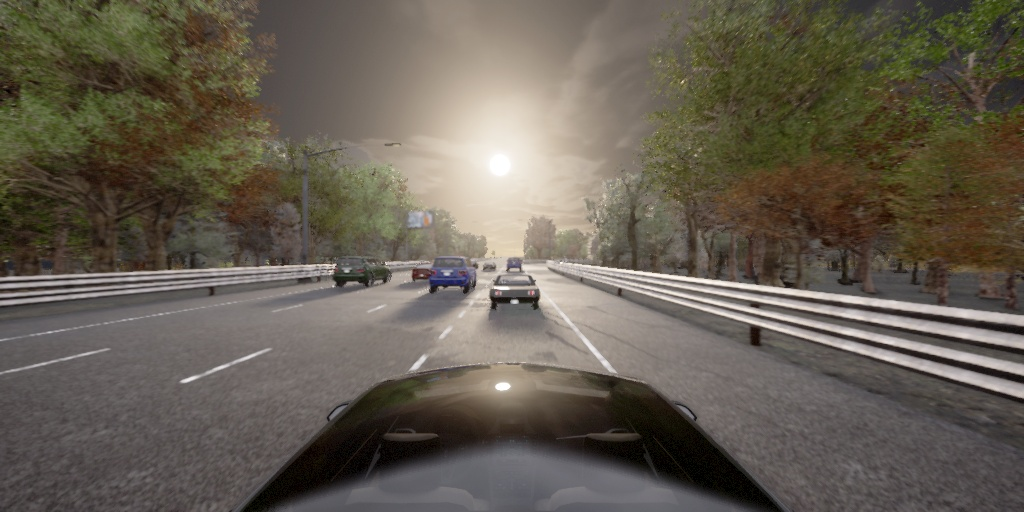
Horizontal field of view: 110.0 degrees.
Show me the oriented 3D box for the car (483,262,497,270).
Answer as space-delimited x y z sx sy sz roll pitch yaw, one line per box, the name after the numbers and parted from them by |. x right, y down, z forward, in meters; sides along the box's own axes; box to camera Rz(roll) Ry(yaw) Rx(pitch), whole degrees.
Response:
-3.373 1.524 55.720 1.895 1.301 4.718 0 0 0 | car

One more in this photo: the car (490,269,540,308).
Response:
0.106 1.394 15.365 1.895 1.301 4.718 0 0 0 | car

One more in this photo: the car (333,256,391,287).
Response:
-10.388 1.049 25.226 2.150 2.045 5.566 0 0 0 | car

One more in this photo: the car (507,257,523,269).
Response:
0.411 1.134 52.482 2.150 2.045 5.566 0 0 3 | car

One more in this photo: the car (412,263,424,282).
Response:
-6.887 1.318 29.870 1.882 1.535 5.008 0 0 0 | car

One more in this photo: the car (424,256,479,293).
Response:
-3.390 1.036 21.407 2.150 2.045 5.566 0 0 0 | car
